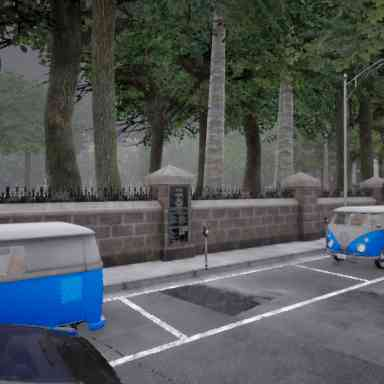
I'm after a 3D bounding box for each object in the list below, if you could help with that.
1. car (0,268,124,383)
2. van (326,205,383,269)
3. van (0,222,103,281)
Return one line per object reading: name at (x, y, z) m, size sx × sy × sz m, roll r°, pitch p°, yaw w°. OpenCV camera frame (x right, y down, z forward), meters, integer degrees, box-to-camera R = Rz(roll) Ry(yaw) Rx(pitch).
car at (-2.384, 1.564, 1.674) m, size 4.181 × 1.385 × 1.994 m, roll 0°, pitch 0°, yaw -36°
van at (6.040, 1.337, 10.854) m, size 3.998 × 1.788 × 1.690 m, roll 0°, pitch 0°, yaw -36°
van at (-3.167, 1.341, 4.275) m, size 3.998 × 1.788 × 1.690 m, roll 0°, pitch 0°, yaw -36°
